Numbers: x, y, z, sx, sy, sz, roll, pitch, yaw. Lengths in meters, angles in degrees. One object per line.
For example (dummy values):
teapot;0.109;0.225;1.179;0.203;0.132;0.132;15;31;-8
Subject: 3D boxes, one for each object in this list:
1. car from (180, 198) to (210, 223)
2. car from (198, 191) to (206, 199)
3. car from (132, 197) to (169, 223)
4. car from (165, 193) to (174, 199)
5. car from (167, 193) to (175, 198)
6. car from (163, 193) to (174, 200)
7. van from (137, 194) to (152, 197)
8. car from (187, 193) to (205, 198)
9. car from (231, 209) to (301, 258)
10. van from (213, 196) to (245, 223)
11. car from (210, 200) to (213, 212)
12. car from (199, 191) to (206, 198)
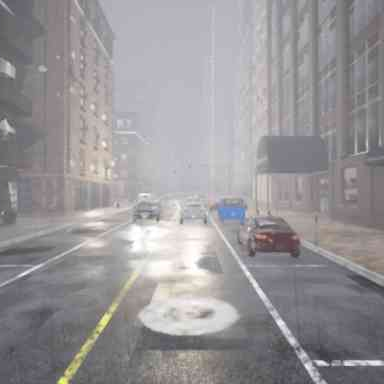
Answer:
car;0.094;1.378;23.991;1.812;1.442;4.674;0;1;0
car;2.671;0.757;89.728;2.192;1.841;5.009;1;0;0
car;-3.098;1.342;24.211;2.128;1.511;4.902;0;0;0
car;-5.711;1.028;84.069;2.008;1.369;4.403;1;0;0
car;-5.713;1.008;89.724;1.947;1.339;4.313;1;0;0
car;-5.708;1.064;78.415;2.008;1.369;4.403;1;0;0
van;-5.777;1.092;40.498;1.690;1.788;3.998;1;0;0
car;0.086;1.254;40.471;2.163;1.488;4.792;0;0;0
car;2.697;1.507;12.215;1.802;1.307;4.206;1;0;0
van;2.697;1.196;23.516;1.690;1.788;3.998;1;0;0
car;2.688;1.368;34.819;1.802;1.307;4.206;1;0;0
car;2.669;1.060;84.075;1.802;1.307;4.206;1;0;0
